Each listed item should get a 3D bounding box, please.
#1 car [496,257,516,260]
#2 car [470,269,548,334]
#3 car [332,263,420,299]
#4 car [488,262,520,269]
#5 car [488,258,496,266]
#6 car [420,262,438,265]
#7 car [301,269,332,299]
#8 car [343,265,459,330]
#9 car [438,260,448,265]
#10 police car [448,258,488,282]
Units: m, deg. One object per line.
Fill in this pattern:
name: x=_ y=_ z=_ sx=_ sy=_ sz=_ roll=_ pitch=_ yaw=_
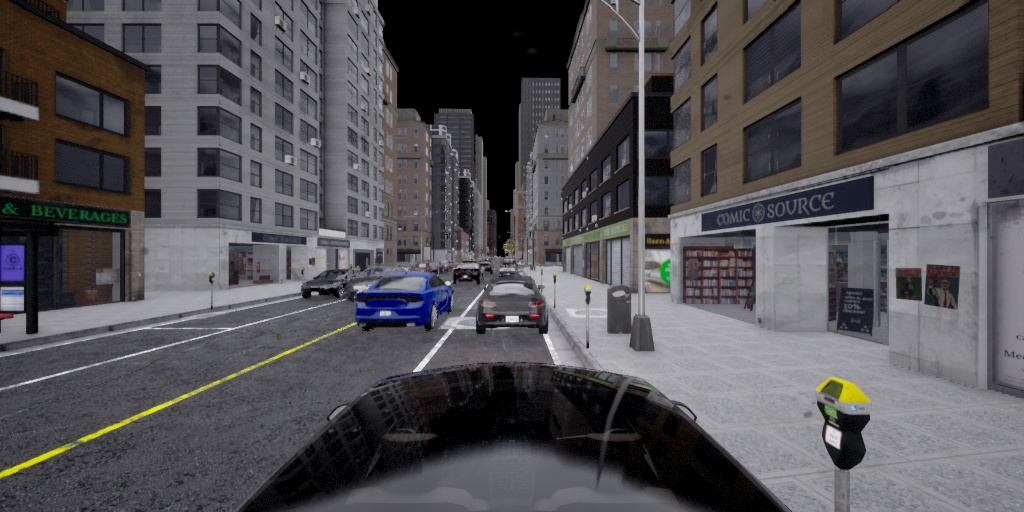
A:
car: x=-0.288 y=1.066 z=40.309 sx=2.192 sy=1.841 sz=5.009 roll=0 pitch=0 yaw=0
car: x=0.003 y=1.276 z=10.500 sx=1.812 sy=1.442 sz=4.674 roll=0 pitch=0 yaw=0
car: x=-6.246 y=1.242 z=17.230 sx=2.128 sy=1.511 sz=4.902 roll=0 pitch=0 yaw=0
car: x=-0.288 y=1.301 z=23.738 sx=2.007 sy=1.370 sz=4.403 roll=0 pitch=0 yaw=0
car: x=-3.048 y=1.255 z=41.393 sx=1.837 sy=1.490 sz=4.892 roll=0 pitch=0 yaw=0
car: x=-8.814 y=1.333 z=34.778 sx=1.802 sy=1.307 sz=4.207 roll=0 pitch=0 yaw=0
car: x=-8.813 y=1.316 z=18.202 sx=1.948 sy=1.339 sz=4.313 roll=0 pitch=0 yaw=0
car: x=-3.045 y=1.228 z=11.101 sx=1.882 sy=1.535 sz=5.008 roll=0 pitch=0 yaw=0
car: x=-8.814 y=1.317 z=40.303 sx=1.948 sy=1.339 sz=4.313 roll=0 pitch=0 yaw=0
police car: x=-3.146 y=1.175 z=26.770 sx=1.930 sy=1.638 sz=5.238 roll=0 pitch=0 yaw=0
